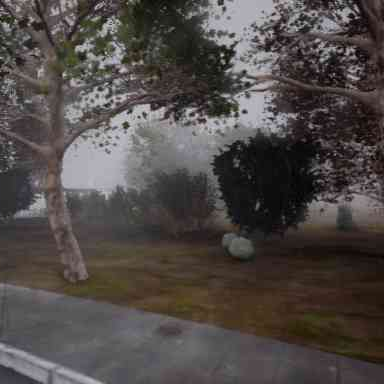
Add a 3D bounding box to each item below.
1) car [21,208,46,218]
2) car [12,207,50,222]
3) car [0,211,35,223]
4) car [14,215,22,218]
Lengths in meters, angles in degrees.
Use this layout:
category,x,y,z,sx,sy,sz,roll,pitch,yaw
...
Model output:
category,x,y,z,sx,sy,sz,roll,pitch,yaw
car,-25.725,3.850,56.715,2.128,1.511,4.902,-7,-3,24
car,-29.425,4.147,60.891,5.566,2.045,2.435,-6,-3,3
car,-30.552,4.375,58.146,5.008,1.535,2.097,-6,-3,3
car,-31.720,4.358,55.399,4.892,1.521,2.231,-6,-3,3
